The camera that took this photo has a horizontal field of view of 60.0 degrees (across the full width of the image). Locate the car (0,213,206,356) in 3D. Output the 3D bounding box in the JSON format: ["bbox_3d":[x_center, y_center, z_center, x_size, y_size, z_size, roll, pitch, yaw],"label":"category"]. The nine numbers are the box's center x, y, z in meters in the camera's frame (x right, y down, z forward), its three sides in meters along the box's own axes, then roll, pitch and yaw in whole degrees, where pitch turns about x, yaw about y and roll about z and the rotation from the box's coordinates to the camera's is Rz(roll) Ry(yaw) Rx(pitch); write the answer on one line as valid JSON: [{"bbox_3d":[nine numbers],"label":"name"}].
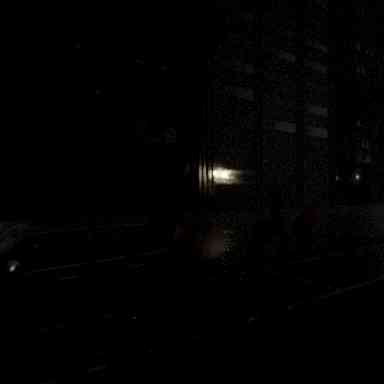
[{"bbox_3d":[-2.071,1.314,5.180,5.009,1.841,2.192,0,0,-35],"label":"car"}]
